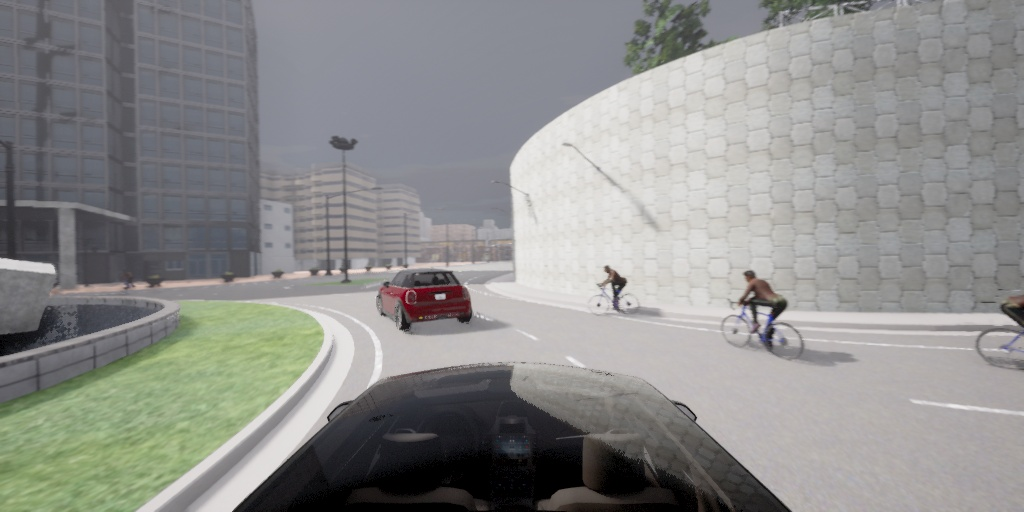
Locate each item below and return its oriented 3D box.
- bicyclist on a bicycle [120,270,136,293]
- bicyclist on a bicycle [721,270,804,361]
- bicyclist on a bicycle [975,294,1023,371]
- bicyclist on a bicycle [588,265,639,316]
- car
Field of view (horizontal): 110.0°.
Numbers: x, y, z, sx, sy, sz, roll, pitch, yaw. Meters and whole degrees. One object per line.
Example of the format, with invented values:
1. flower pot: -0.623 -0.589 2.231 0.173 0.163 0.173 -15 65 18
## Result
1. bicyclist on a bicycle: -28.626 1.849 26.708 0.582 1.620 1.656 -1 9 -20
2. bicyclist on a bicycle: 4.782 1.095 6.981 0.582 1.620 1.656 -1 0 -18
3. bicyclist on a bicycle: 8.049 1.015 5.295 0.582 1.620 1.656 -1 -1 -15
4. bicyclist on a bicycle: 3.268 1.112 11.611 1.656 1.620 0.582 -1 -6 1
5. car: -3.047 1.187 11.835 2.097 1.767 4.553 -1 0 -30
